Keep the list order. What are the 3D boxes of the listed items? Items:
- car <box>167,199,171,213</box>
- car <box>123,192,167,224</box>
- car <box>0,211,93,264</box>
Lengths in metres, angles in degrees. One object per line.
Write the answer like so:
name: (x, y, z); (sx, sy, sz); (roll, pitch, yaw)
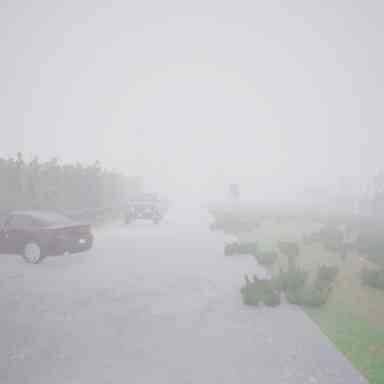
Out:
car: (-3.189, 1.300, 33.055); (1.895, 1.301, 4.718); (0, 1, 0)
car: (-3.198, 1.012, 23.010); (2.150, 2.045, 5.566); (0, 1, 0)
car: (-5.757, 1.375, 11.215); (5.008, 1.535, 1.882); (0, -1, 20)
